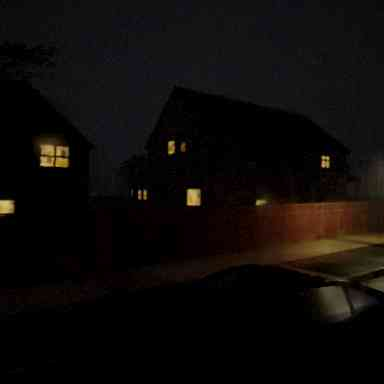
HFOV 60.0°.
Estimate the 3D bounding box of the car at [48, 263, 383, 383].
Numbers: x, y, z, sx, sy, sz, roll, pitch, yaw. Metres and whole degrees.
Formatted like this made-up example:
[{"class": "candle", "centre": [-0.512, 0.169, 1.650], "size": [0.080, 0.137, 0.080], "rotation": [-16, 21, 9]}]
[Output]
[{"class": "car", "centre": [0.733, 1.554, 3.547], "size": [4.181, 1.385, 1.994], "rotation": [0, 0, -35]}]
